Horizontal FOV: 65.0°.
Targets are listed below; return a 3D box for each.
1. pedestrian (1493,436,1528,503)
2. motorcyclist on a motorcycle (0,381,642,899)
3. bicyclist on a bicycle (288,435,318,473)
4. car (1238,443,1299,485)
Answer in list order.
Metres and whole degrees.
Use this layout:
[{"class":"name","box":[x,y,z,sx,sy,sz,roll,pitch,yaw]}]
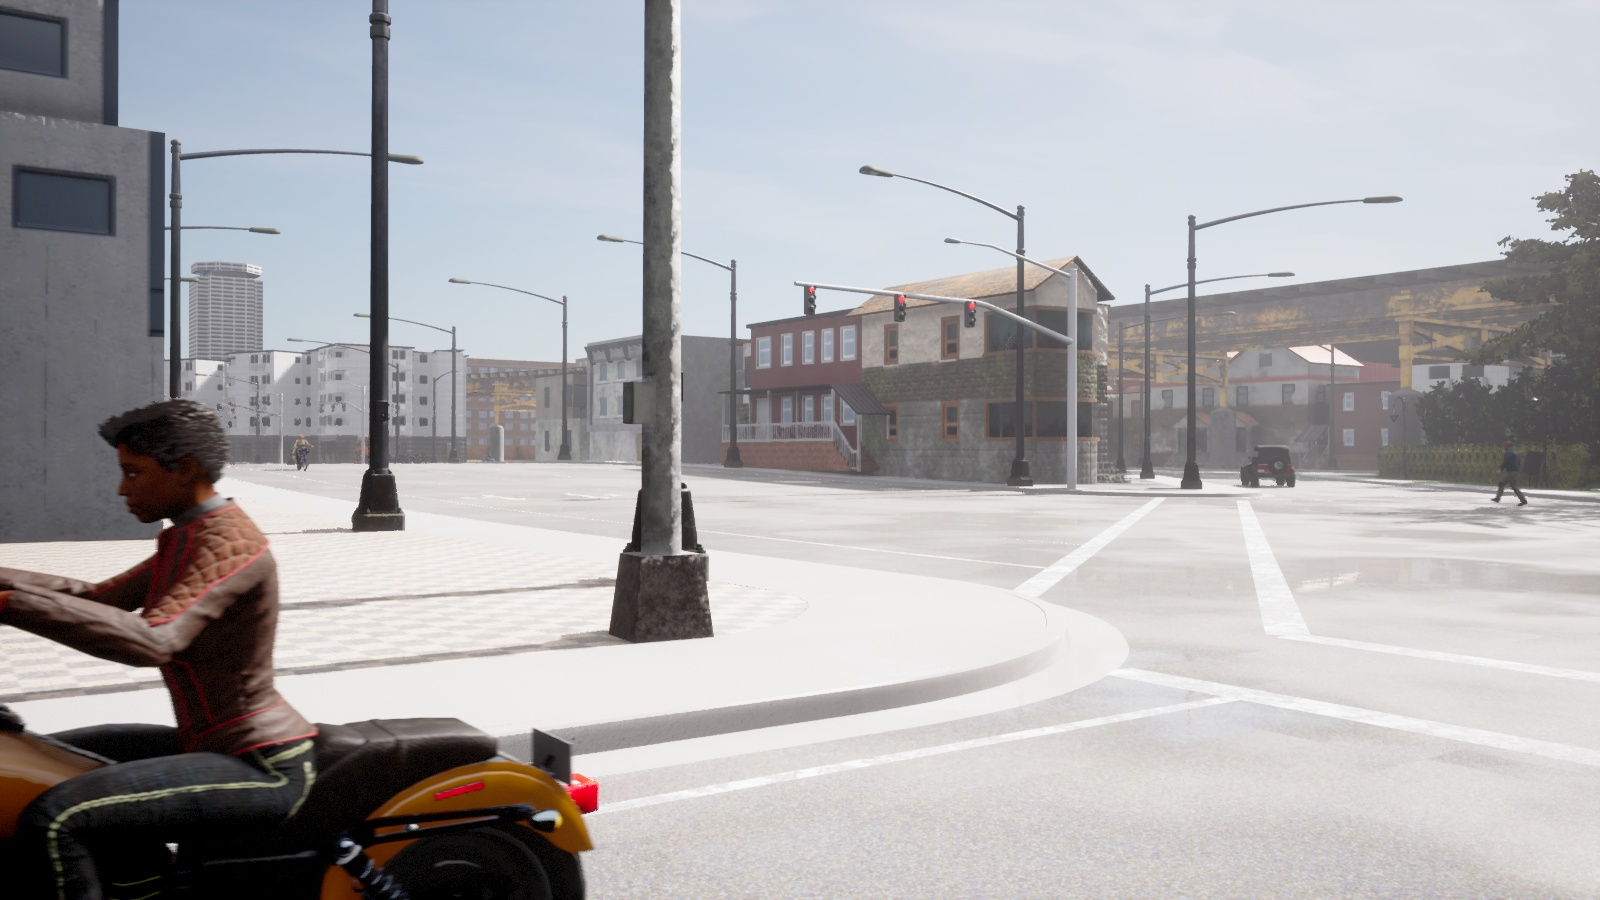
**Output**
[{"class":"pedestrian","box":[19.565,0.535,34.589,0.402,1.842,0.726,0,0,-42]},{"class":"motorcyclist on a motorcycle","box":[-1.552,0.705,2.553,2.350,1.649,0.766,0,0,-35]},{"class":"bicyclist on a bicycle","box":[-21.420,0.175,54.073,0.866,1.612,1.509,0,1,-35]},{"class":"car","box":[21.603,0.637,58.027,1.905,1.878,3.866,0,0,10]}]
